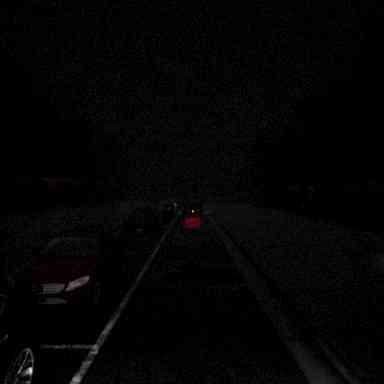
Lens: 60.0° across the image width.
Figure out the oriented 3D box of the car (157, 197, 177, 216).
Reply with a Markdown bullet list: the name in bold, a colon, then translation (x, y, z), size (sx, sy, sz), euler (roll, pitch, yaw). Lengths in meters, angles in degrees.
- **car**: translation (-2.631, 1.431, 29.925), size (1.967, 1.590, 4.097), euler (1, 0, 0)

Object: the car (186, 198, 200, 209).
- **car**: translation (0.093, 1.555, 46.408), size (1.837, 1.490, 4.892), euler (0, 0, 0)

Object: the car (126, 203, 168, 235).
- **car**: translation (-2.629, 1.546, 18.845), size (1.947, 1.339, 4.313), euler (1, 0, 0)

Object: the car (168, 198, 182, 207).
- **car**: translation (-2.640, 1.645, 52.083), size (1.947, 1.339, 4.313), euler (1, 0, 0)

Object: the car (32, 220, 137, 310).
- **car**: translation (-2.626, 1.573, 7.768), size (1.802, 1.307, 4.206), euler (1, 0, 0)

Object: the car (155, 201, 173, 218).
- **car**: translation (-2.632, 1.565, 24.385), size (1.802, 1.307, 4.206), euler (1, 0, 0)

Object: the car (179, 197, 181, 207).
- **car**: translation (-2.635, 1.465, 41.003), size (1.967, 1.590, 4.097), euler (1, 0, 0)

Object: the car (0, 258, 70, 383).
- **car**: translation (-2.627, 1.565, 2.228), size (1.947, 1.339, 4.313), euler (1, 0, 0)

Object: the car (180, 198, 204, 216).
- **car**: translation (0.093, 1.502, 32.386), size (1.837, 1.490, 4.892), euler (0, 0, 0)

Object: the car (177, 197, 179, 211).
- **car**: translation (-2.634, 1.530, 35.294), size (1.752, 1.417, 4.829), euler (1, 0, 0)

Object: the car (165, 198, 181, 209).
- **car**: translation (-2.638, 1.601, 46.543), size (2.008, 1.369, 4.403), euler (1, 0, 0)

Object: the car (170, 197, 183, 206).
- **car**: translation (-2.640, 1.653, 57.624), size (1.887, 1.381, 4.507), euler (1, 0, 0)

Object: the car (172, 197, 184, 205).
- **car**: translation (-2.642, 1.687, 63.165), size (2.008, 1.369, 4.403), euler (1, 0, 0)
